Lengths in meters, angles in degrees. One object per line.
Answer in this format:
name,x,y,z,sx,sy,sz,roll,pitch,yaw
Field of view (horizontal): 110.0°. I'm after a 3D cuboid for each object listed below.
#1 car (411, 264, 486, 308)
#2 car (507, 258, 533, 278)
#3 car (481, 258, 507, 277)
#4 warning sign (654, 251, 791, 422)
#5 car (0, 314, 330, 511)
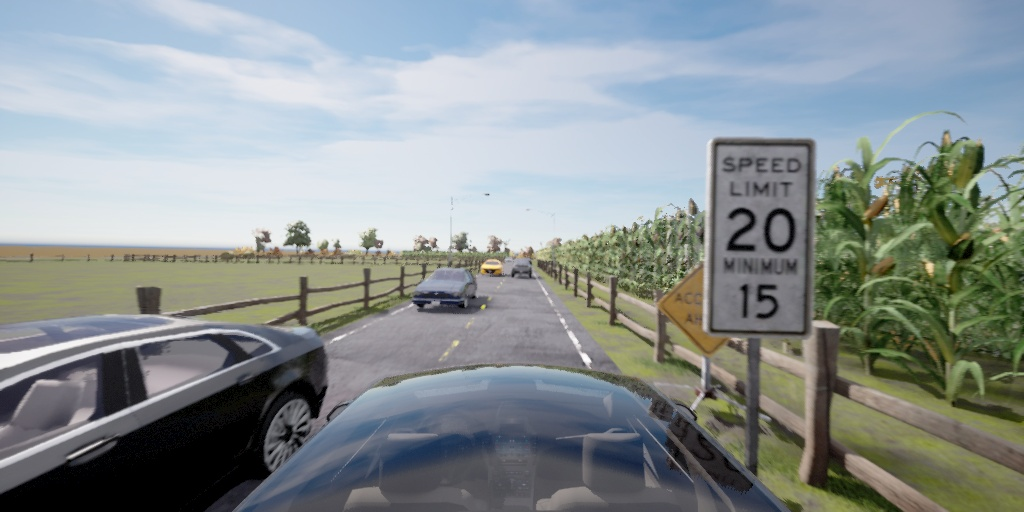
car,-2.528,1.214,14.936,2.033,1.411,5.357,1,0,2
car,0.934,1.184,33.782,2.128,1.511,4.902,1,0,2
car,-1.868,1.113,34.728,1.882,1.535,5.008,1,0,2
warning sign,2.453,0.908,4.547,1.300,1.860,1.060,0,0,2
car,-2.952,1.182,1.866,2.128,1.511,4.902,1,0,3
